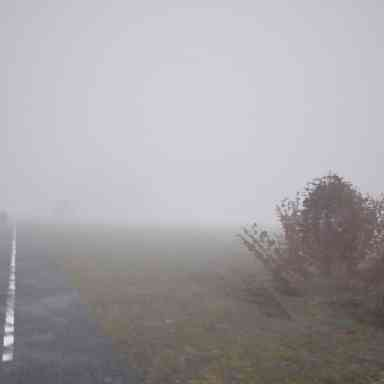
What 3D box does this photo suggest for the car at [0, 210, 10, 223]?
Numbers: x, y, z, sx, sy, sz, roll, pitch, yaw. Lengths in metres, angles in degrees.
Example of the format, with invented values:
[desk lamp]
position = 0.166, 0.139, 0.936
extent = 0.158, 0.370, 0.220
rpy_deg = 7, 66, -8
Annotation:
[car]
position = -22.266, 2.769, 38.358
extent = 2.128, 1.511, 4.902
rpy_deg = 3, -3, -28
